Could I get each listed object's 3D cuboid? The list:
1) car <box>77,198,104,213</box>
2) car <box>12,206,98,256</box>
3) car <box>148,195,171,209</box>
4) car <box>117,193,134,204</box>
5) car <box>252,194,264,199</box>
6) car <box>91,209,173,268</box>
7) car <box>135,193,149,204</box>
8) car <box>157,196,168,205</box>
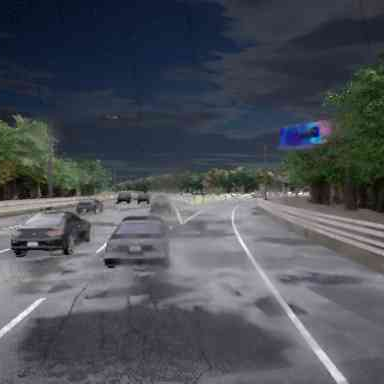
[{"bbox_3d":[-10.014,1.397,32.823,1.837,1.490,4.892,0,0,-4],"label":"car"},{"bbox_3d":[-5.172,1.477,12.777,1.812,1.442,4.674,0,0,-4],"label":"car"},{"bbox_3d":[-3.378,1.260,36.793,2.097,1.767,4.553,0,0,-4],"label":"car"},{"bbox_3d":[-12.223,1.121,60.227,2.150,2.045,5.566,0,0,-6],"label":"car"},{"bbox_3d":[18.014,1.132,92.360,1.994,1.385,4.181,1,0,25],"label":"car"},{"bbox_3d":[-1.639,1.514,11.130,2.033,1.411,5.357,0,0,-4],"label":"car"},{"bbox_3d":[-8.805,1.131,61.238,2.150,2.045,5.566,0,0,-6],"label":"car"},{"bbox_3d":[-5.017,1.417,56.609,1.837,1.490,4.892,0,0,-5],"label":"car"}]
